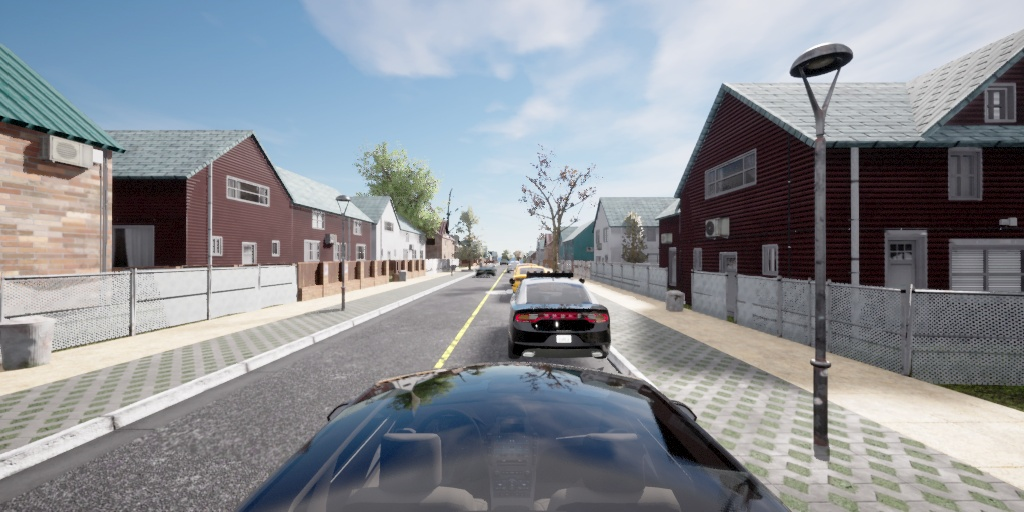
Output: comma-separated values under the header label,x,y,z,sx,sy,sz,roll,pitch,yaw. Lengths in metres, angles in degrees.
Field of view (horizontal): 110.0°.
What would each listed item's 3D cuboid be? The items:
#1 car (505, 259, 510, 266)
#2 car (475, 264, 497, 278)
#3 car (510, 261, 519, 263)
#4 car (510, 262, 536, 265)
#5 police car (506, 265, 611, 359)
label,x,y,z,sx,sy,sz,roll,pitch,yaw
car,0.365,1.383,45.720,1.812,1.442,4.674,0,0,1
car,-2.494,1.408,35.313,1.895,1.301,4.718,0,0,0
car,1.001,1.250,24.446,1.882,1.535,5.008,0,0,0
car,0.957,1.238,18.445,1.882,1.535,5.008,0,0,0
police car,0.883,1.176,8.555,1.930,1.638,5.238,0,0,0
